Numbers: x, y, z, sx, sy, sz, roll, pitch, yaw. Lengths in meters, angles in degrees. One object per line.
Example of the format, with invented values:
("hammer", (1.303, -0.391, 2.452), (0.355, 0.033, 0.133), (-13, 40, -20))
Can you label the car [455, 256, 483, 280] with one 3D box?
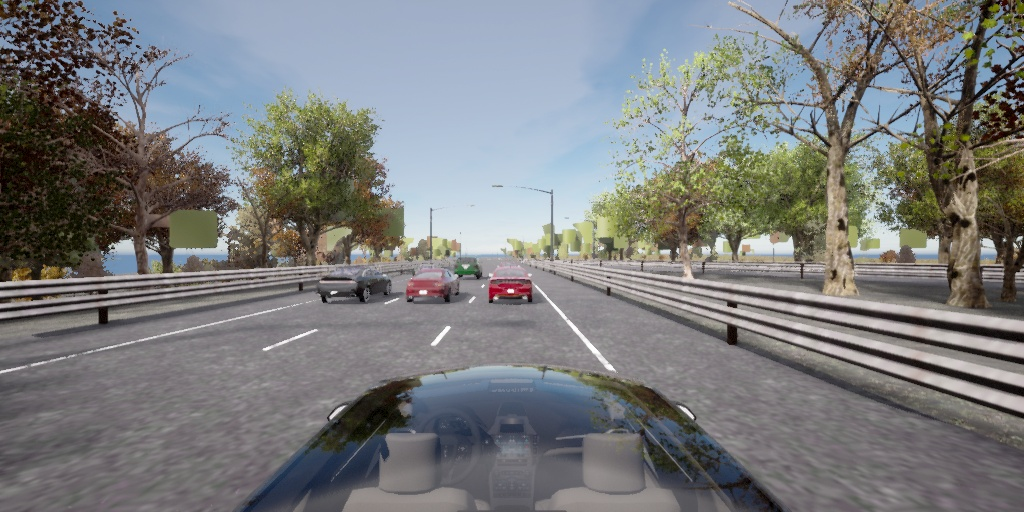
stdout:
("car", (-3.799, 1.021, 31.736), (2.150, 2.045, 5.566), (0, 0, -1))

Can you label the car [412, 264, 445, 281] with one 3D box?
("car", (-7.299, 1.379, 31.666), (1.895, 1.301, 4.718), (0, 0, -1))

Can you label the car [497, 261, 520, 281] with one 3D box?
("car", (-0.300, 1.247, 31.775), (1.882, 1.535, 5.008), (0, 0, -1))

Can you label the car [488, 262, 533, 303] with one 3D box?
("car", (-0.075, 1.237, 16.690), (1.882, 1.535, 5.008), (0, 0, -1))

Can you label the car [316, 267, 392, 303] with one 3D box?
("car", (-7.075, 1.248, 16.620), (2.128, 1.511, 4.902), (0, 0, -1))

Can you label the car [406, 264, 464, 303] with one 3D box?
("car", (-3.576, 1.285, 16.655), (1.812, 1.442, 4.674), (0, 0, -1))
